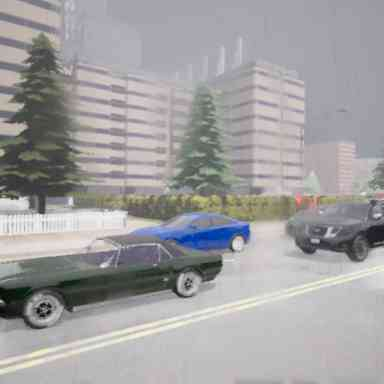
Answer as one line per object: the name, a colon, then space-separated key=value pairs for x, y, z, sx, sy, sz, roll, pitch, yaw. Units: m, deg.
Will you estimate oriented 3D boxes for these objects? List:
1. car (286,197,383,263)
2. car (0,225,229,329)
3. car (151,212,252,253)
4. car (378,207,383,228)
car: x=6.419 y=1.324 z=12.843 sx=5.566 sy=2.045 sz=2.150 roll=1 pitch=0 yaw=-35
car: x=-1.681 y=1.622 z=7.074 sx=4.718 sy=1.301 sz=1.895 roll=1 pitch=0 yaw=-35
car: x=0.066 y=1.537 z=12.629 sx=5.008 sy=1.535 sz=1.882 roll=1 pitch=0 yaw=-35
car: x=15.061 y=1.773 z=23.291 sx=4.181 sy=1.385 sz=1.994 roll=1 pitch=0 yaw=-35
